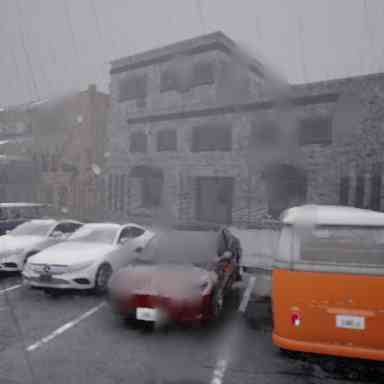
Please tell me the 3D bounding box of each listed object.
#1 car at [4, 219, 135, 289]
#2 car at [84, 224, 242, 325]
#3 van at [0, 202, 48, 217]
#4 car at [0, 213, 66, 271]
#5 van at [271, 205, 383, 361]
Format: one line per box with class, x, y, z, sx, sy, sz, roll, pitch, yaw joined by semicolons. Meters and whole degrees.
car;-2.416;1.570;9.172;2.002;1.452;4.674;0;-1;15
car;-0.043;1.525;7.447;2.163;1.488;4.792;0;-1;15
van;-7.184;1.398;12.682;1.878;1.987;4.442;-1;-1;15
car;-4.813;1.613;10.871;2.002;1.452;4.674;0;-1;15
van;2.384;1.255;5.892;1.878;1.987;4.442;0;-1;15
